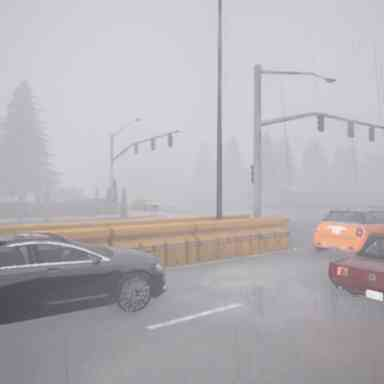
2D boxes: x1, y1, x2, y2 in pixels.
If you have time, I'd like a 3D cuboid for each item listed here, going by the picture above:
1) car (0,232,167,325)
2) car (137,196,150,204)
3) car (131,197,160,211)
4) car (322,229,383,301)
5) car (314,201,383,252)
[{"bbox_3d":[-2.777,1.496,6.060,4.902,1.511,2.128,0,0,-36],"label":"car"},{"bbox_3d":[-9.948,1.644,68.782,2.033,1.411,5.357,0,0,-2],"label":"car"},{"bbox_3d":[-5.918,1.555,42.055,1.882,1.535,5.008,0,0,-36],"label":"car"},{"bbox_3d":[5.198,1.634,7.456,4.718,1.301,1.895,0,0,-36],"label":"car"},{"bbox_3d":[6.795,1.402,12.899,4.553,1.767,2.097,0,0,-36],"label":"car"}]
